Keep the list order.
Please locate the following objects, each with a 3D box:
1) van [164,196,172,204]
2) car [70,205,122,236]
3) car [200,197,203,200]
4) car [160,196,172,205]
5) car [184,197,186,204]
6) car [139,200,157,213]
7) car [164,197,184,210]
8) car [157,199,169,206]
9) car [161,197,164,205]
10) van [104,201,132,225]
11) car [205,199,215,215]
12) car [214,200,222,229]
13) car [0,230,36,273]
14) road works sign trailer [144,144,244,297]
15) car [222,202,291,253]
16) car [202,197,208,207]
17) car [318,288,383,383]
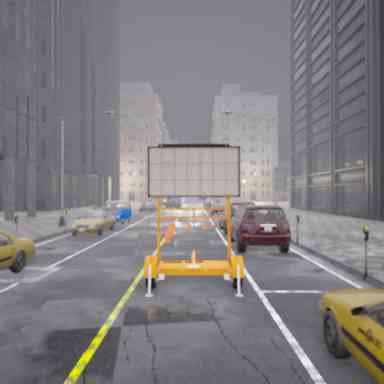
[{"bbox_3d":[-5.502,1.891,76.392,1.690,1.788,3.998,0,0,0],"label":"van"},{"bbox_3d":[-5.758,1.702,19.820,1.752,1.417,4.829,0,0,0],"label":"car"},{"bbox_3d":[2.947,1.975,59.407,1.887,1.381,4.507,0,0,0],"label":"car"},{"bbox_3d":[-5.528,1.832,70.751,2.192,1.841,5.009,0,0,0],"label":"car"},{"bbox_3d":[-2.625,1.820,80.750,2.150,2.045,5.566,0,0,0],"label":"car"},{"bbox_3d":[-5.654,1.921,42.550,1.802,1.307,4.206,0,0,0],"label":"car"},{"bbox_3d":[-2.763,1.614,51.376,2.150,2.045,5.566,0,-1,1],"label":"car"},{"bbox_3d":[-5.553,2.047,65.110,1.947,1.339,4.313,0,0,0],"label":"car"},{"bbox_3d":[-5.629,1.816,48.192,1.967,1.590,4.097,0,0,0],"label":"car"},{"bbox_3d":[-5.731,1.563,25.633,1.690,1.788,3.998,0,0,0],"label":"van"},{"bbox_3d":[2.846,1.838,36.850,2.008,1.369,4.403,0,0,0],"label":"car"},{"bbox_3d":[2.769,1.477,19.933,2.192,1.841,5.009,0,0,0],"label":"car"},{"bbox_3d":[-5.815,1.608,8.508,1.752,1.417,4.829,0,-1,1],"label":"car"},{"bbox_3d":[0.051,0.539,8.778,2.380,3.560,2.880,0,0,0],"label":"road works sign trailer"},{"bbox_3d":[2.743,1.432,14.293,2.192,1.841,5.009,0,0,0],"label":"car"},{"bbox_3d":[2.897,1.800,48.129,1.967,1.590,4.097,0,0,0],"label":"car"},{"bbox_3d":[2.695,1.550,3.224,1.752,1.417,4.829,-1,-1,1],"label":"car"}]
